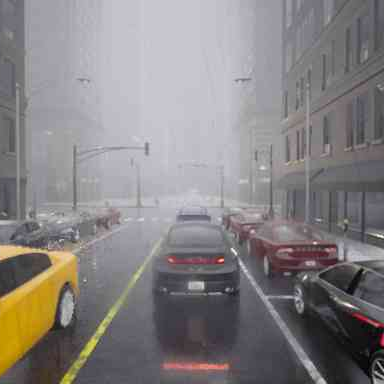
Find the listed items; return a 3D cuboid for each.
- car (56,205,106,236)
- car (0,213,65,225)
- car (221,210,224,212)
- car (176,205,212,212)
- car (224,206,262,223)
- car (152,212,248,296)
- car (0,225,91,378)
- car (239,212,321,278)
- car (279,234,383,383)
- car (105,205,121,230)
[{"bbox_3d":[-5.721,1.542,15.552,2.008,1.369,4.403,-1,0,0],"label":"car"},{"bbox_3d":[-5.739,1.560,10.047,1.947,1.339,4.313,-1,0,0],"label":"car"},{"bbox_3d":[2.822,1.533,21.029,1.887,1.381,4.507,-1,0,0],"label":"car"},{"bbox_3d":[0.101,1.467,19.028,1.882,1.535,5.008,0,0,1],"label":"car"},{"bbox_3d":[2.804,1.536,15.524,1.887,1.381,4.507,-1,0,0],"label":"car"},{"bbox_3d":[0.096,1.499,8.628,1.837,1.490,4.892,0,0,0],"label":"car"},{"bbox_3d":[-2.985,1.475,4.022,1.882,1.535,5.008,0,0,0],"label":"car"},{"bbox_3d":[2.786,1.539,10.018,1.887,1.381,4.507,-1,0,0],"label":"car"},{"bbox_3d":[2.768,1.563,4.514,1.947,1.339,4.313,-1,0,0],"label":"car"},{"bbox_3d":[-5.703,1.533,21.057,1.887,1.381,4.507,-1,0,0],"label":"car"}]
